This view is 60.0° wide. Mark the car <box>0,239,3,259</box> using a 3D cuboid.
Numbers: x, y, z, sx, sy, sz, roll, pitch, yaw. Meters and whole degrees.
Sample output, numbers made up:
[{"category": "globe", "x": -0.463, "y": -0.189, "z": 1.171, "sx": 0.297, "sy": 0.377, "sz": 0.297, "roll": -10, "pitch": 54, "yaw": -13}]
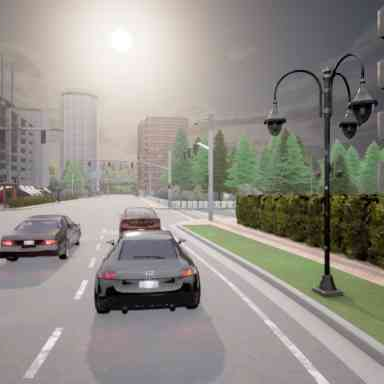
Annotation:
[{"category": "car", "x": -3.876, "y": 1.491, "z": 2.757, "sx": 2.128, "sy": 1.511, "sz": 4.902, "roll": 0, "pitch": 0, "yaw": -5}]

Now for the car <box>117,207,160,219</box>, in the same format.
[{"category": "car", "x": -2.659, "y": 1.477, "z": 16.562, "sx": 1.882, "sy": 1.535, "sz": 5.008, "roll": 0, "pitch": 0, "yaw": -12}]

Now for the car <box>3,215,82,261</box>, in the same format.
[{"category": "car", "x": -5.317, "y": 1.547, "z": 12.289, "sx": 2.033, "sy": 1.411, "sz": 5.357, "roll": 0, "pitch": 0, "yaw": -11}]

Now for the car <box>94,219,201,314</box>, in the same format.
[{"category": "car", "x": -1.042, "y": 1.564, "z": 7.725, "sx": 1.994, "sy": 1.385, "sz": 4.181, "roll": 0, "pitch": 0, "yaw": -9}]
